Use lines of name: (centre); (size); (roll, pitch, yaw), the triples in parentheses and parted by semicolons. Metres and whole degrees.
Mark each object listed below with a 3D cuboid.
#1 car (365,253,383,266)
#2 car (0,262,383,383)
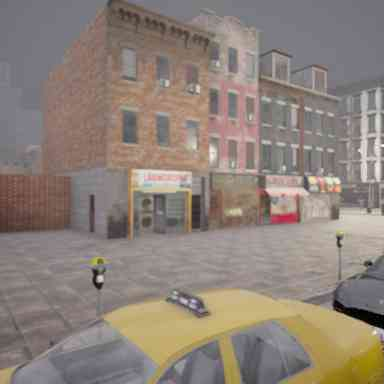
car: (4.321, 1.590, 5.895); (4.313, 1.339, 1.947); (0, 0, -36)
car: (-0.256, 1.530, 2.630); (4.829, 1.417, 1.752); (0, 0, -36)
